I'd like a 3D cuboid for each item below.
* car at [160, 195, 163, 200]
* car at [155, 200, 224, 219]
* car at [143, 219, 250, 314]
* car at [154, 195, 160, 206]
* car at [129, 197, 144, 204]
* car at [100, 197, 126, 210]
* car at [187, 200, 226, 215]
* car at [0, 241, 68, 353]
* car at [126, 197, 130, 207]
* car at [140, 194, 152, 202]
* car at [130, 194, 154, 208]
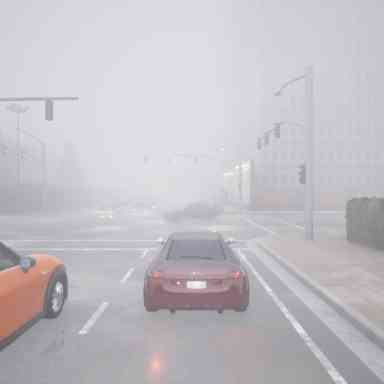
[{"bbox_3d":[-6.922,1.352,66.171,2.097,1.767,4.553,0,0,1],"label":"car"},{"bbox_3d":[-0.162,1.556,25.799,4.674,1.442,1.812,0,-1,-28],"label":"car"},{"bbox_3d":[0.090,1.564,7.720,1.994,1.385,4.181,0,0,0],"label":"car"},{"bbox_3d":[-6.995,1.505,56.093,1.837,1.490,4.892,0,0,0],"label":"car"},{"bbox_3d":[-10.454,1.600,62.780,1.895,1.301,4.718,0,0,1],"label":"car"},{"bbox_3d":[-10.535,1.491,43.553,2.128,1.511,4.902,0,0,1],"label":"car"},{"bbox_3d":[1.499,1.582,35.239,1.994,1.385,4.181,-1,1,-34],"label":"car"},{"bbox_3d":[-3.432,1.352,4.547,2.097,1.767,4.553,0,0,1],"label":"car"},{"bbox_3d":[-10.508,1.477,52.701,1.882,1.535,5.008,0,0,0],"label":"car"},{"bbox_3d":[-10.382,1.348,76.082,2.097,1.767,4.553,0,0,0],"label":"car"},{"bbox_3d":[-7.012,1.352,47.151,2.097,1.767,4.553,0,0,0],"label":"car"}]
